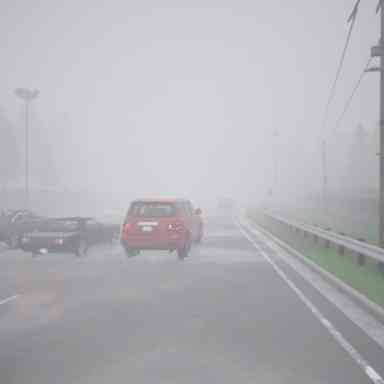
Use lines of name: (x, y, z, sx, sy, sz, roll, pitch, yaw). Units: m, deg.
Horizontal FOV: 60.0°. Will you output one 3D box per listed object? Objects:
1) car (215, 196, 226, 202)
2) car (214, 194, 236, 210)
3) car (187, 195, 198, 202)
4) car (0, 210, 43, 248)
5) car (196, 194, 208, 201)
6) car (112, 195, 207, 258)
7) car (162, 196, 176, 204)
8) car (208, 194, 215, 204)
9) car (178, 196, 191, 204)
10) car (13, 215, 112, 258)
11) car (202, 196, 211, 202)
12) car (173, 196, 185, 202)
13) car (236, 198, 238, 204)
car: (7.063, 1.635, 81.628, 2.128, 1.511, 4.902, 0, 0, 10)
car: (4.571, 1.507, 45.514, 2.097, 1.767, 4.553, 0, 0, 10)
car: (0.163, 1.639, 82.804, 2.128, 1.511, 4.902, 0, 0, 10)
car: (-7.735, 1.543, 15.008, 2.128, 1.511, 4.902, 0, 0, 10)
car: (1.868, 1.461, 71.974, 2.150, 2.045, 5.566, 0, 0, 10)
car: (-0.950, 1.267, 13.161, 2.150, 2.045, 5.566, 0, 0, 10)
car: (-5.038, 1.717, 73.119, 1.882, 1.535, 5.008, 0, 0, 10)
car: (5.318, 1.459, 71.386, 2.150, 2.045, 5.566, 0, 0, 10)
car: (-1.588, 1.763, 72.531, 2.128, 1.511, 4.902, 0, 0, 10)
car: (-4.503, 1.646, 13.145, 1.895, 1.301, 4.718, 0, 0, 10)
car: (3.613, 1.636, 82.216, 1.812, 1.442, 4.674, 0, 0, 10)
car: (-3.288, 1.655, 83.392, 2.033, 1.411, 5.357, 0, 0, 10)
car: (8.388, 1.778, 67.970, 2.033, 1.411, 5.357, 0, 0, 10)
